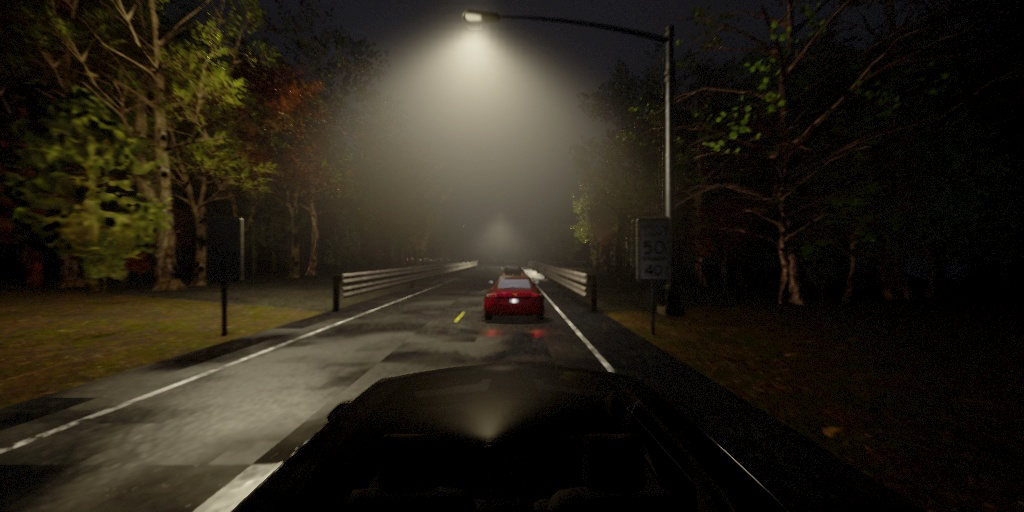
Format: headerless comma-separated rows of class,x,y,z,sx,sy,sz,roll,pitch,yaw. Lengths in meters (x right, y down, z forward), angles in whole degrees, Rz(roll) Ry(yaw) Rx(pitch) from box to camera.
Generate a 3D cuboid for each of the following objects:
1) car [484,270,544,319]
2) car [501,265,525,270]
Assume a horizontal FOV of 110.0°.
car,0.078,1.362,13.055,1.994,1.385,4.181,0,0,0
car,0.082,1.426,28.174,1.994,1.385,4.181,0,0,0
